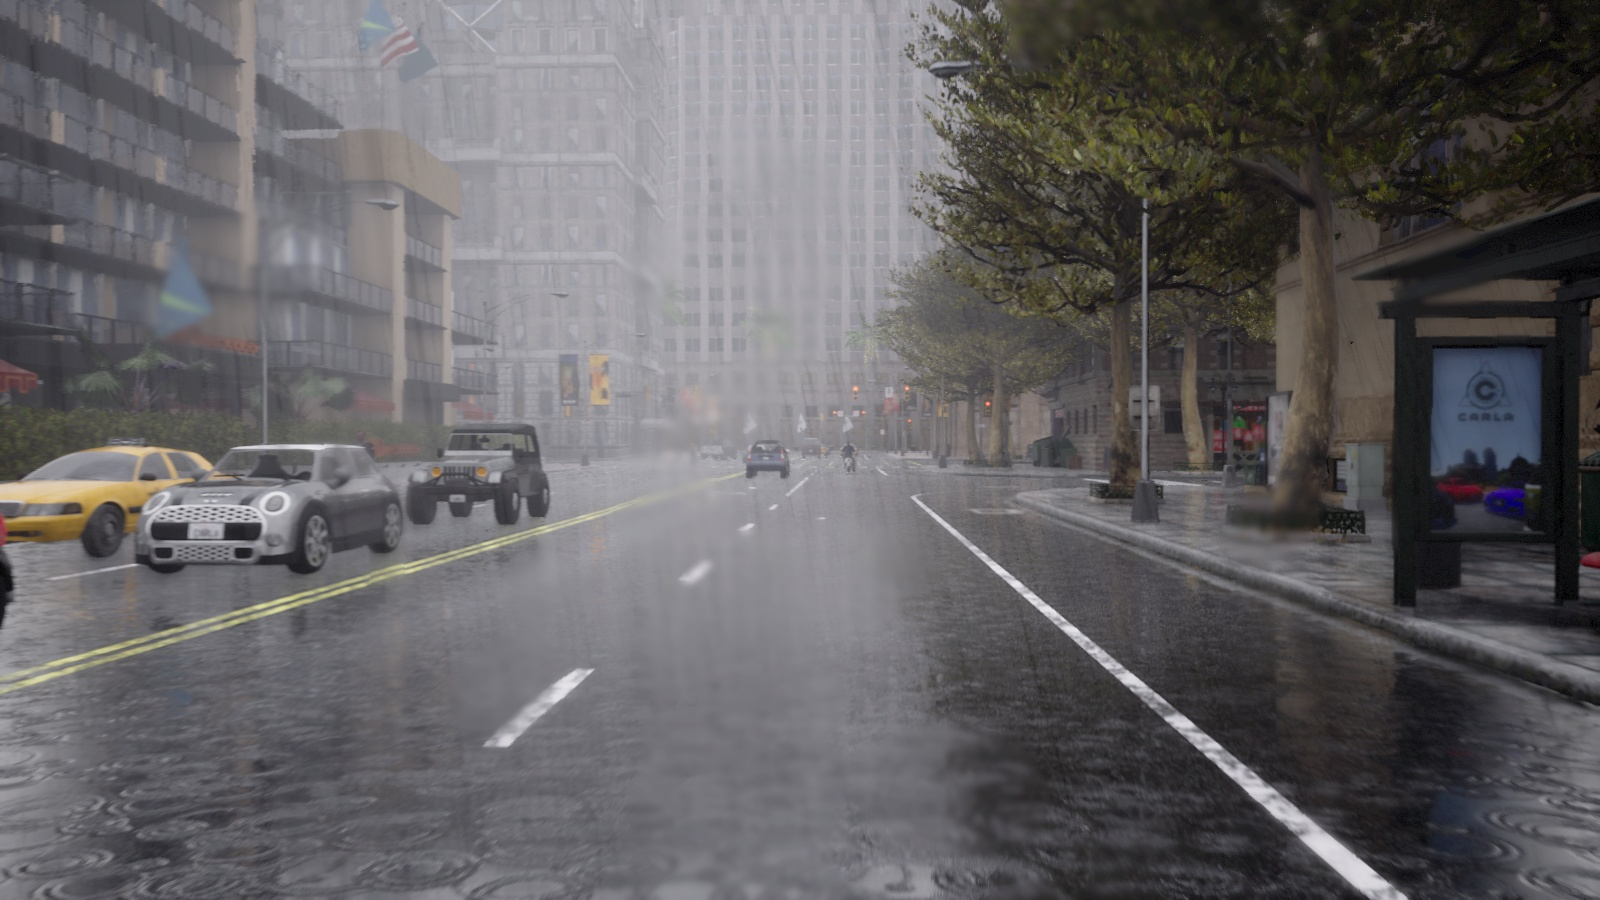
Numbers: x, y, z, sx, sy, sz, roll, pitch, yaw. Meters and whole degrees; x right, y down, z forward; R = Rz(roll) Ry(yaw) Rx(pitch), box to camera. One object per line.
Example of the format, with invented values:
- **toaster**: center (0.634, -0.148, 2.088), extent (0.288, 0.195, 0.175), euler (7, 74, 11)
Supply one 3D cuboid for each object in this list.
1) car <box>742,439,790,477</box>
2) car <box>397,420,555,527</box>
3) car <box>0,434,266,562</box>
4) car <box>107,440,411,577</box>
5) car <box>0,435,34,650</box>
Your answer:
- **car**: center (-1.450, 0.333, 54.947), extent (1.851, 1.617, 3.988), euler (0, 0, 2)
- **car**: center (-6.097, 0.399, 24.083), extent (1.905, 1.878, 3.866), euler (0, 0, 2)
- **car**: center (-9.819, 0.571, 18.065), extent (1.801, 1.575, 5.366), euler (0, 0, 2)
- **car**: center (-6.416, 0.617, 15.424), extent (1.970, 1.475, 3.806), euler (0, 0, 2)
- **car**: center (-6.719, 0.673, 7.622), extent (1.789, 1.549, 3.705), euler (0, 0, 2)
